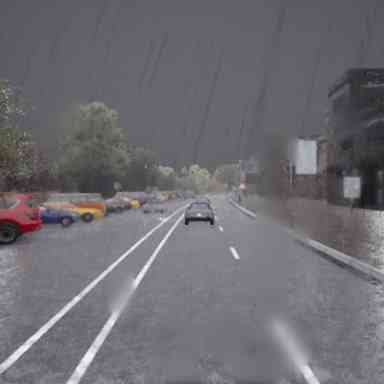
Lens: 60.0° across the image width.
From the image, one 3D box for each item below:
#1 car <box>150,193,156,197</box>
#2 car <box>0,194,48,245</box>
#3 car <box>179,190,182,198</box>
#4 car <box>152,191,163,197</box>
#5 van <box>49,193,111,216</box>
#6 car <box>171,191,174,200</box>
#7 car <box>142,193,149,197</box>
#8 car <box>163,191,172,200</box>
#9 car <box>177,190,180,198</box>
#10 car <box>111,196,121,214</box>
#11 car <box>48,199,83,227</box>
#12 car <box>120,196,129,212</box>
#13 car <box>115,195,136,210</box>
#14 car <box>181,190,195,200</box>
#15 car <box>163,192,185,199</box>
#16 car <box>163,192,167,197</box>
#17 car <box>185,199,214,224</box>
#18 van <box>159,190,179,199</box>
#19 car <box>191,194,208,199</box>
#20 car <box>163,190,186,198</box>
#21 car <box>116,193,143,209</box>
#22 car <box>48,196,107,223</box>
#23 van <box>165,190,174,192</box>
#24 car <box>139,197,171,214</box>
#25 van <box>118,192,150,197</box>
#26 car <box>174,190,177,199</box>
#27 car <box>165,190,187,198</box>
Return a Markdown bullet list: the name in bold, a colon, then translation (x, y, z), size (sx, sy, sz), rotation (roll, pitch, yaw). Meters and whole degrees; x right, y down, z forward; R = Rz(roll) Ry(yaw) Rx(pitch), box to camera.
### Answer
- **car**: translation (-7.921, 1.264, 46.628), size (4.674, 1.452, 2.002), rotation (-1, 0, -16)
- **car**: translation (-9.345, 1.142, 14.006), size (5.566, 2.045, 2.435), rotation (-1, 1, -19)
- **car**: translation (-5.630, 0.684, 76.189), size (5.566, 2.045, 2.435), rotation (-1, 1, -15)
- **car**: translation (-7.484, 1.054, 52.562), size (4.553, 1.767, 2.185), rotation (-1, 1, -16)
- **van**: translation (-8.866, 1.105, 25.936), size (4.442, 1.987, 1.878), rotation (-1, 0, -18)
- **car**: translation (-6.599, 1.101, 64.386), size (4.792, 1.488, 2.163), rotation (-1, 1, -15)
- **car**: translation (-8.276, 1.262, 40.694), size (5.008, 1.535, 2.097), rotation (-1, 1, -17)
- **car**: translation (-6.880, 1.123, 58.533), size (5.366, 1.575, 1.946), rotation (-1, 0, -16)
- **car**: translation (-5.849, 0.971, 73.256), size (5.008, 1.535, 2.097), rotation (-1, 0, -15)
- **car**: translation (-8.855, 1.359, 28.866), size (4.674, 1.452, 2.002), rotation (-1, 0, -18)
- **car**: translation (-9.169, 1.401, 19.961), size (4.674, 1.452, 2.002), rotation (-1, 0, -19)
- **car**: translation (-8.709, 1.347, 31.816), size (4.674, 1.452, 2.002), rotation (0, 0, -17)
- **car**: translation (-8.586, 1.334, 34.762), size (4.674, 1.452, 2.002), rotation (-1, 0, -17)
- **car**: translation (-0.476, 0.677, 73.854), size (2.150, 2.045, 5.566), rotation (0, 1, 5)
- **car**: translation (-4.697, 0.810, 85.115), size (5.366, 1.575, 1.946), rotation (-1, 0, -15)
- **car**: translation (-7.297, 1.156, 55.520), size (4.892, 1.521, 2.231), rotation (-1, 0, -16)
- **car**: translation (0.526, 1.418, 23.177), size (1.994, 1.385, 4.181), rotation (0, 0, 2)
- **van**: translation (-5.466, 0.673, 79.112), size (4.442, 1.987, 1.878), rotation (-1, 1, -15)
- **car**: translation (1.333, 1.312, 41.126), size (2.033, 1.411, 5.357), rotation (0, 0, 3)
- **car**: translation (-4.601, 0.523, 88.010), size (5.566, 2.045, 2.435), rotation (-1, 0, -15)
- **car**: translation (-8.624, 1.278, 37.674), size (5.366, 1.575, 1.946), rotation (-1, 1, -17)
- **car**: translation (-8.900, 1.340, 22.989), size (5.366, 1.575, 1.946), rotation (-1, 0, -18)
- **van**: translation (-6.439, 0.815, 67.309), size (4.442, 1.987, 1.878), rotation (-1, 1, -15)
- **car**: translation (-3.484, 1.416, 32.089), size (1.895, 1.301, 4.718), rotation (0, 0, 3)
- **van**: translation (-8.221, 1.020, 43.622), size (4.442, 1.987, 1.878), rotation (-1, 1, -17)
- **car**: translation (-6.115, 0.881, 70.292), size (4.553, 1.767, 2.185), rotation (-1, 0, -15)
- **car**: translation (-4.407, 0.483, 90.932), size (5.566, 2.045, 2.435), rotation (-1, 1, -15)
